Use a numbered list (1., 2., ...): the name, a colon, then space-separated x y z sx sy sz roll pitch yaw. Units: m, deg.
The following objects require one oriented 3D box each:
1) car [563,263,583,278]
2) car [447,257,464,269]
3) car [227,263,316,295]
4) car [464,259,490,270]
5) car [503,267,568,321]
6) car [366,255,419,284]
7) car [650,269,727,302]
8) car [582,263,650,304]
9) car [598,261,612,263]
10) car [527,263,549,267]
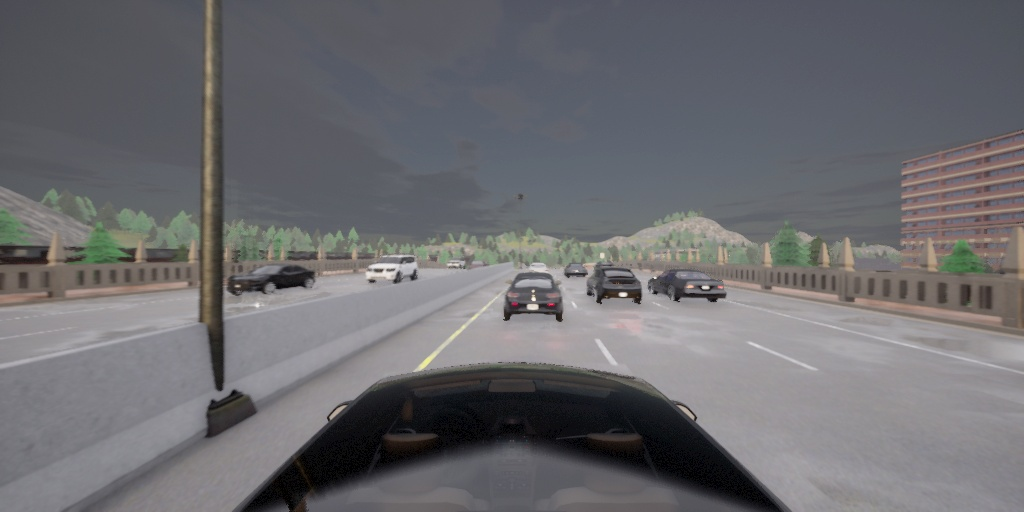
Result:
1. car: 6.095 1.341 34.794 1.994 1.385 4.181 0 0 5
2. car: -9.396 1.177 61.093 2.150 2.045 5.566 0 -3 5
3. car: -12.935 1.173 19.672 1.882 1.535 5.008 0 0 5
4. car: -3.989 1.259 42.346 1.812 1.442 4.674 0 0 5
5. car: 0.755 1.279 12.466 1.812 1.442 4.674 0 0 4
6. car: -8.809 0.934 26.941 2.150 2.045 5.566 0 0 5
7. car: 8.129 1.332 17.165 2.033 1.411 5.357 0 0 5
8. car: 4.587 1.275 16.589 1.837 1.490 4.892 0 0 5
9. car: 9.947 1.285 38.846 2.128 1.511 4.902 0 0 5
10. car: 2.191 1.286 30.118 1.812 1.442 4.674 0 0 5
